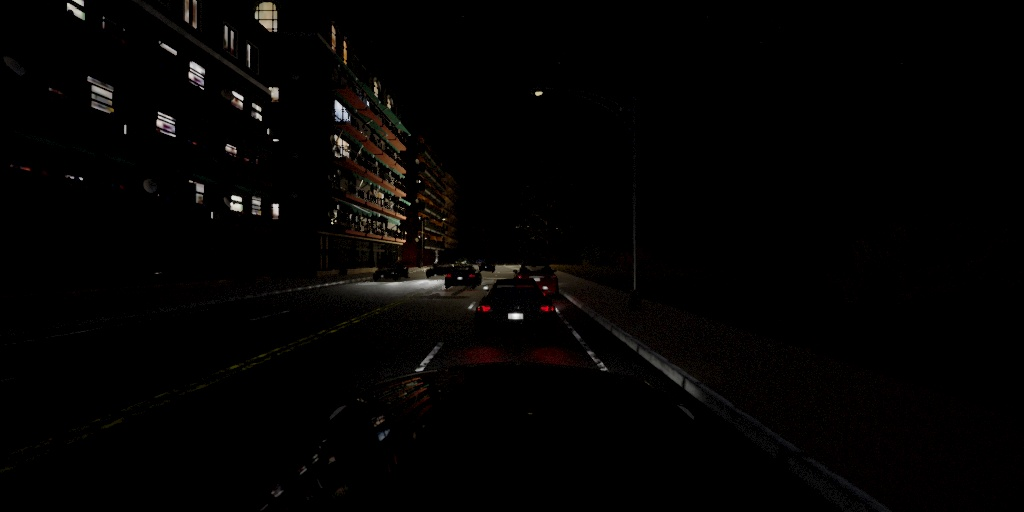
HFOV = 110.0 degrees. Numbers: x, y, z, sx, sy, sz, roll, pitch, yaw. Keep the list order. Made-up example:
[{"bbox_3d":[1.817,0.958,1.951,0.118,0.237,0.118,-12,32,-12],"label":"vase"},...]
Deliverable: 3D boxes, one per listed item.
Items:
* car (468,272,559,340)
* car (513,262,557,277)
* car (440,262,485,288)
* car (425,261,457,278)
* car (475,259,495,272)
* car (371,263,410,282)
[{"bbox_3d":[0.097,1.315,10.007,1.994,1.385,4.181,0,0,0],"label":"car"},{"bbox_3d":[1.143,1.103,18.587,2.097,1.767,4.553,0,0,0],"label":"car"},{"bbox_3d":[-3.143,1.317,23.594,1.994,1.385,4.181,0,0,0],"label":"car"},{"bbox_3d":[-6.590,1.353,33.079,1.895,1.301,4.718,0,0,0],"label":"car"},{"bbox_3d":[-3.131,1.314,44.711,1.994,1.385,4.181,0,0,0],"label":"car"},{"bbox_3d":[-9.841,1.278,29.556,1.812,1.442,4.674,0,0,0],"label":"car"}]
